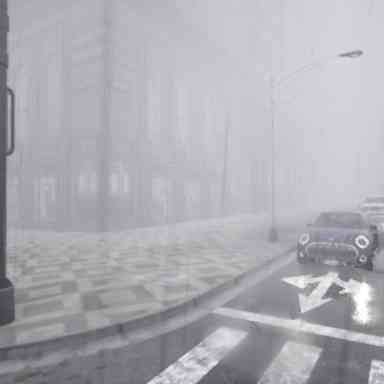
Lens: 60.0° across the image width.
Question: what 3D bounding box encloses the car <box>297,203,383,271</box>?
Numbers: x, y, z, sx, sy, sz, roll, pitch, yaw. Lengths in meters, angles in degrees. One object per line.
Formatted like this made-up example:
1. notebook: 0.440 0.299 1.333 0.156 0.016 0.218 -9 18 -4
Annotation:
1. car: 5.098 1.408 11.326 2.097 1.767 4.553 -1 -1 32

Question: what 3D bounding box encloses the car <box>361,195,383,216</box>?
1. car: 16.503 1.322 29.577 2.150 2.045 5.566 -1 -1 32
